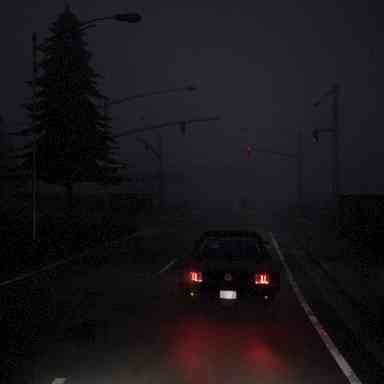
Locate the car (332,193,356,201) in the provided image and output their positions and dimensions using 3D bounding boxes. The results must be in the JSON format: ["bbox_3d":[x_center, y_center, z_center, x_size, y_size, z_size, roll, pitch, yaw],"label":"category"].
[{"bbox_3d":[34.416,1.097,75.374,4.605,1.855,1.932,0,0,10],"label":"car"}]

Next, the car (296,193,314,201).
[{"bbox_3d":[27.234,1.077,79.971,3.866,1.878,1.905,0,0,10],"label":"car"}]

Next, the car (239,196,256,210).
[{"bbox_3d":[7.178,1.352,43.256,2.097,1.767,4.553,0,0,10],"label":"car"}]

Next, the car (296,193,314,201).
[{"bbox_3d":[26.057,1.361,76.802,3.806,1.475,1.970,0,0,10],"label":"car"}]

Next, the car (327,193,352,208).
[{"bbox_3d":[20.190,1.330,43.050,5.027,1.636,2.152,0,0,10],"label":"car"}]

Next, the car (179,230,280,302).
[{"bbox_3d":[0.979,1.601,8.313,1.895,1.301,4.718,0,0,8],"label":"car"}]
